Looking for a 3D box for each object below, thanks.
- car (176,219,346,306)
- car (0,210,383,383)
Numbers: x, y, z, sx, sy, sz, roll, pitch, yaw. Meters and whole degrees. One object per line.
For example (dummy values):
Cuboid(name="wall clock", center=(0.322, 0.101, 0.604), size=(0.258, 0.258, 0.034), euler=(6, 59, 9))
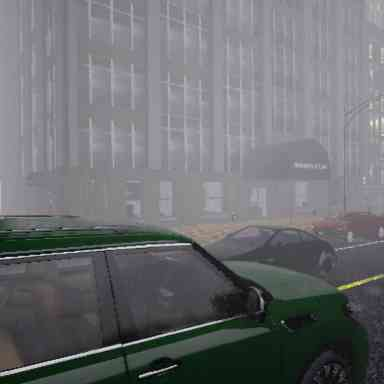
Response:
Cuboid(name="car", center=(1.876, 1.563, 8.583), size=(4.181, 1.385, 1.994), euler=(0, 0, -36))
Cuboid(name="car", center=(-0.868, 1.220, 2.690), size=(5.566, 2.045, 2.150), euler=(0, 0, -35))
